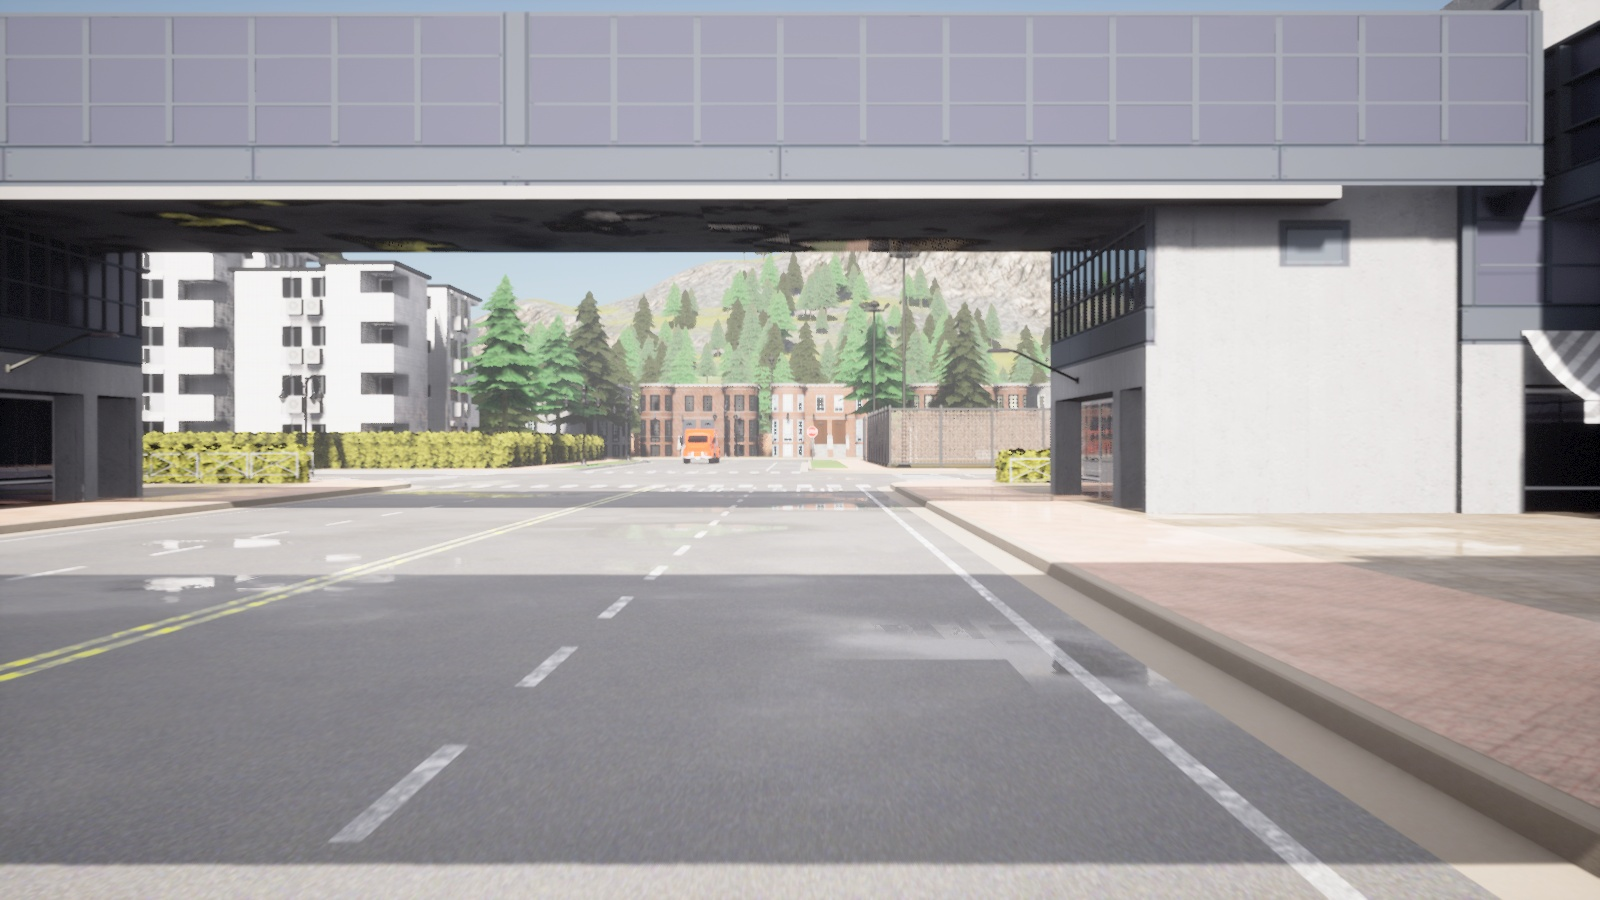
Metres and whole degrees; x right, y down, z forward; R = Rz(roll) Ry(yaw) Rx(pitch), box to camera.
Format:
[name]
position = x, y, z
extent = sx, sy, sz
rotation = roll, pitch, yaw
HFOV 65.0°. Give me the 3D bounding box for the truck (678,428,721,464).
[truck]
position = -7.127, -0.292, 89.785
extent = 2.627, 2.467, 5.204
rotation = 0, 1, 0
